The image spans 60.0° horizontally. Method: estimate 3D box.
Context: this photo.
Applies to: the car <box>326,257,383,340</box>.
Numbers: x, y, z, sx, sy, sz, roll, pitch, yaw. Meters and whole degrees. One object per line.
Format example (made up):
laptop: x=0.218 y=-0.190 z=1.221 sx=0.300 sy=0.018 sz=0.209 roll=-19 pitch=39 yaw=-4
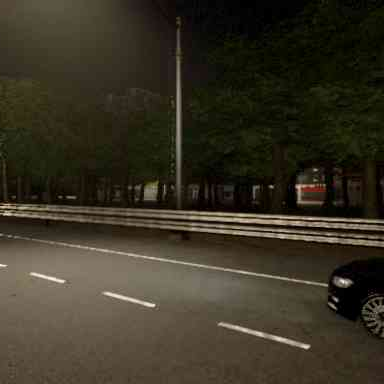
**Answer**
car: x=4.615 y=1.493 z=4.875 sx=4.902 sy=1.511 sz=2.128 roll=0 pitch=0 yaw=35
